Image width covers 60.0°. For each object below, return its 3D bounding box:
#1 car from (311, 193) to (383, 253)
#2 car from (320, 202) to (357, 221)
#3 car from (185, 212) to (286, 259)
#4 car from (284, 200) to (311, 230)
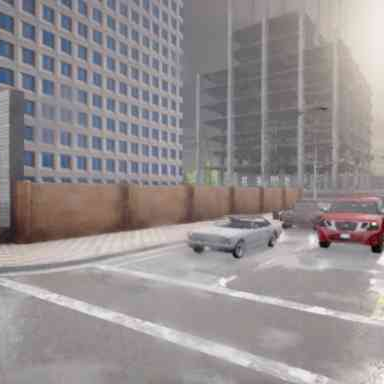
[{"bbox_3d":[7.013,1.216,14.234,2.150,2.045,5.566,1,0,33],"label":"car"},{"bbox_3d":[12.208,1.559,27.512,1.895,1.301,4.718,1,0,36],"label":"car"},{"bbox_3d":[1.769,1.572,12.868,1.895,1.301,4.718,1,0,35],"label":"car"},{"bbox_3d":[6.983,1.317,20.196,2.097,1.767,4.553,1,0,35],"label":"car"}]
